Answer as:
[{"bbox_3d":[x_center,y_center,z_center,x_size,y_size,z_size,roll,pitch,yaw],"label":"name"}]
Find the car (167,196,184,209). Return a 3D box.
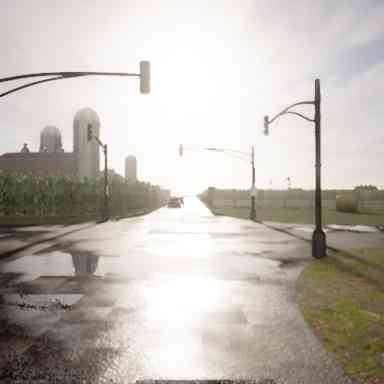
[{"bbox_3d":[-2.527,1.574,47.824,1.837,1.490,4.892,0,0,0],"label":"car"}]

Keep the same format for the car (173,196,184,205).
[{"bbox_3d":[-2.451,1.604,62.940,1.837,1.490,4.892,0,1,1],"label":"car"}]
